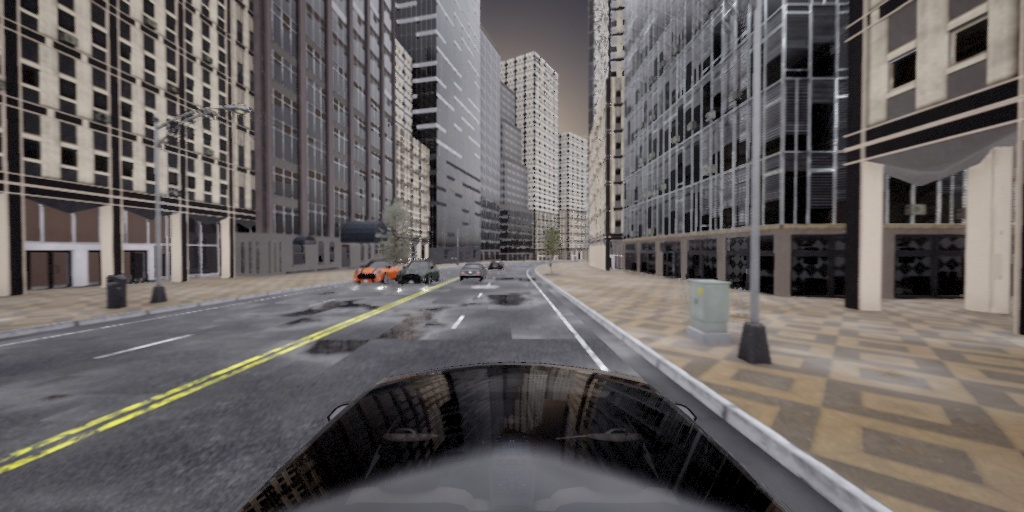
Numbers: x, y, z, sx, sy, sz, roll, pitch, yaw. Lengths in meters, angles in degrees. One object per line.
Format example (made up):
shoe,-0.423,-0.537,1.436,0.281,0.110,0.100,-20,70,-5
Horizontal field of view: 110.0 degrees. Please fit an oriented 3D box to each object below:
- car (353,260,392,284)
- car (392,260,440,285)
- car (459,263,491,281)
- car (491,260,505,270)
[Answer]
car,-9.804,1.095,26.369,2.097,1.767,4.553,0,0,0
car,-6.559,1.094,25.626,2.097,1.767,4.553,0,0,0
car,-3.145,1.290,29.597,2.033,1.411,5.357,0,0,0
car,-2.229,1.282,53.479,1.812,1.442,4.674,0,0,5
